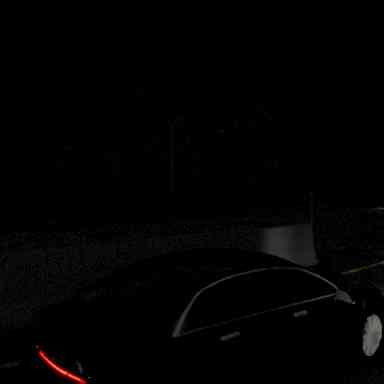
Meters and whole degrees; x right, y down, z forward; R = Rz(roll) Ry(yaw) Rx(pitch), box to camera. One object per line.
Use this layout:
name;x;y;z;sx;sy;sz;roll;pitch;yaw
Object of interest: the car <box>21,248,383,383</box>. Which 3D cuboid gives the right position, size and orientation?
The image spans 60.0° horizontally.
car;0.605;1.492;4.182;4.892;1.490;1.837;-1;0;-35
